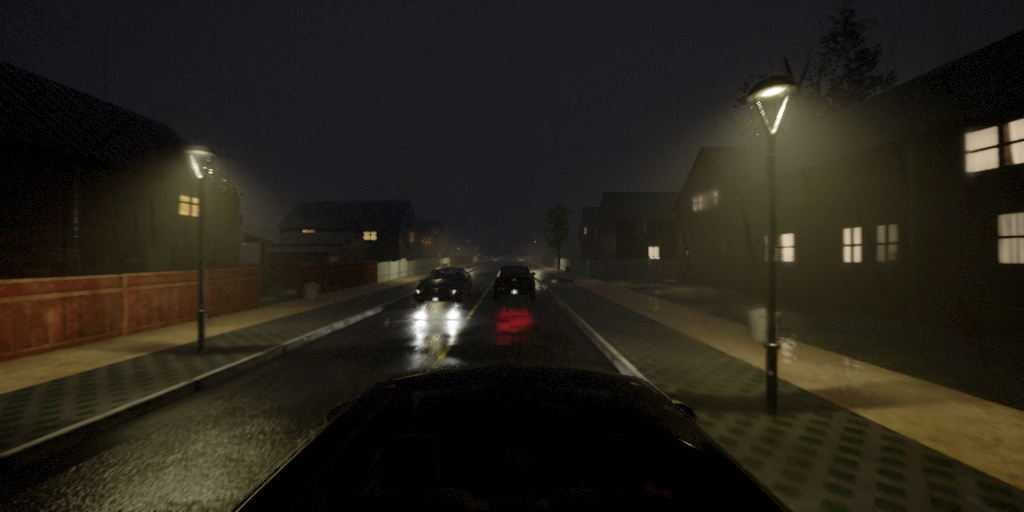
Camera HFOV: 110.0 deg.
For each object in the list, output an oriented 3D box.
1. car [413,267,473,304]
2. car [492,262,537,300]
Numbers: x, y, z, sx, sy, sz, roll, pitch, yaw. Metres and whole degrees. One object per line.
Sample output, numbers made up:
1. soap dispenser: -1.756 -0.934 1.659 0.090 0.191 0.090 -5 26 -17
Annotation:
1. car: -2.844 1.219 15.982 2.033 1.411 5.357 0 0 0
2. car: 0.104 1.174 16.999 1.837 1.490 4.892 0 1 0
